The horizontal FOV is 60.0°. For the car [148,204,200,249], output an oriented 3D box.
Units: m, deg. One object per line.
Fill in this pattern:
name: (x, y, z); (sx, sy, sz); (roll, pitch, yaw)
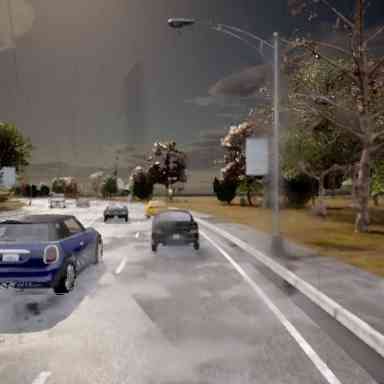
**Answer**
car: (-0.811, 1.503, 14.688); (1.882, 1.535, 5.008); (0, 0, -5)

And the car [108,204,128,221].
car: (-6.286, 1.656, 27.807); (1.895, 1.301, 4.718); (0, 0, -11)

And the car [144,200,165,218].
car: (-3.393, 1.534, 31.005); (1.882, 1.535, 5.008); (0, 0, -12)

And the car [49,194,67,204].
car: (-19.779, 1.317, 49.222); (2.150, 2.045, 5.566); (0, 0, -20)

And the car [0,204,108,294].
car: (-3.848, 1.375, 8.977); (2.097, 1.767, 4.553); (0, 0, -3)

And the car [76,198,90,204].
car: (-16.646, 1.624, 50.806); (1.812, 1.442, 4.674); (0, 0, -20)
